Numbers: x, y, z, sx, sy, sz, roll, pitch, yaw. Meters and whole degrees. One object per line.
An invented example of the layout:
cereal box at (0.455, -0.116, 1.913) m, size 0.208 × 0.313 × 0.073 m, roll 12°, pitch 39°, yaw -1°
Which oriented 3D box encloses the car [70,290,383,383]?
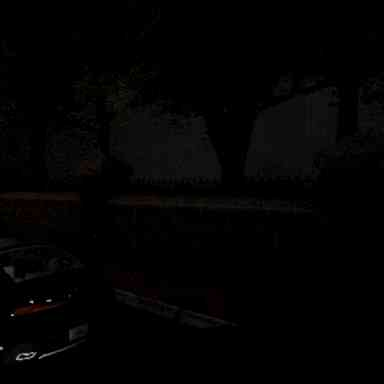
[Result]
car at (1.334, 1.515, 1.923) m, size 4.206 × 1.307 × 1.802 m, roll 1°, pitch 2°, yaw 37°

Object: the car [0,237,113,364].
car at (-3.083, 1.403, 5.298) m, size 4.403 × 1.369 × 2.008 m, roll 1°, pitch 2°, yaw 37°
